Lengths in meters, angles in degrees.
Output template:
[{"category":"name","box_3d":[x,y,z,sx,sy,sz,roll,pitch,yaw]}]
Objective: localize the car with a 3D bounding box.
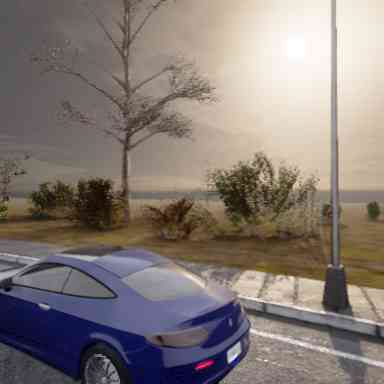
[{"category":"car","box_3d":[-1.479,1.509,4.770,4.674,1.442,1.812,0,0,33]}]
